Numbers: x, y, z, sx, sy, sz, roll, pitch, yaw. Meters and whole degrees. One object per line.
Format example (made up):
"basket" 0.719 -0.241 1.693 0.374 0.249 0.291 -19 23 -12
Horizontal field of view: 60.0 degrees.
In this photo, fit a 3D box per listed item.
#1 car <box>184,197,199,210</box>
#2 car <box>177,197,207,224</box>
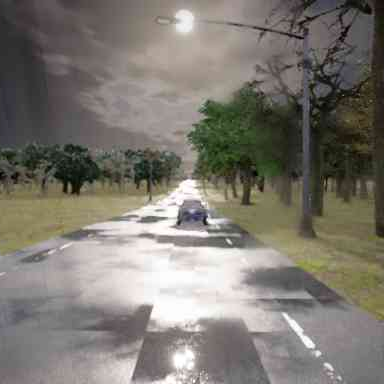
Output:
"car" -0.083 1.427 42.589 1.882 1.535 5.008 0 0 0
"car" -0.005 1.351 24.636 2.097 1.767 4.553 0 0 0
